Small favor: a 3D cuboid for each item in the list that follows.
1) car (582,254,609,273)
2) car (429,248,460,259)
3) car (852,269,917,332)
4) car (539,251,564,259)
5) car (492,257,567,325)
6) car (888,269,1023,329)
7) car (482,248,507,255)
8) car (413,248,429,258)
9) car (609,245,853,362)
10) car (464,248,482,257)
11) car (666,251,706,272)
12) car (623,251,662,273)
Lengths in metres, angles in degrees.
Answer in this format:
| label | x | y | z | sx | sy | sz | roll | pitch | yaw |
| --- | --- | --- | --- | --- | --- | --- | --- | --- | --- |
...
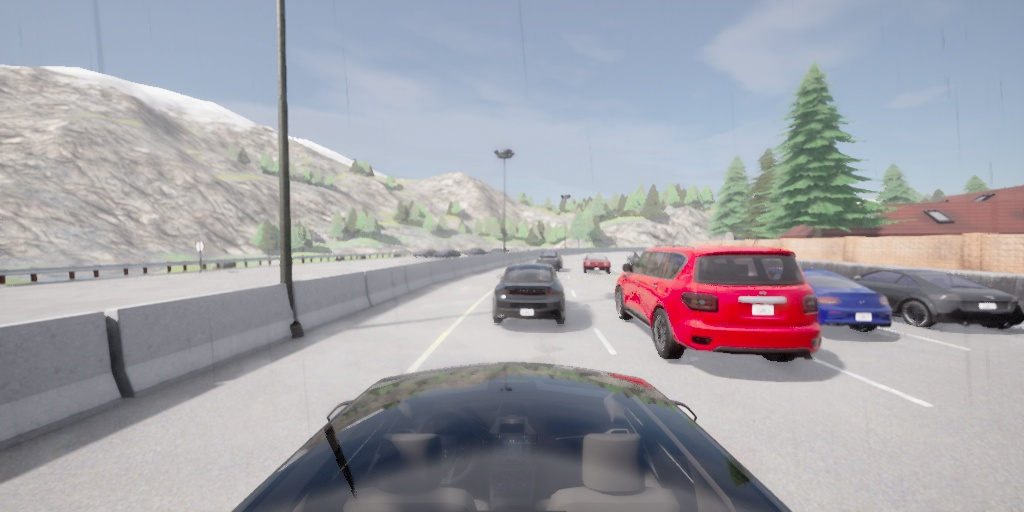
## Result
| label | x | y | z | sx | sy | sz | roll | pitch | yaw |
| --- | --- | --- | --- | --- | --- | --- | --- | --- | --- |
| car | 6.260 | 0.520 | 26.891 | 1.895 | 1.301 | 4.718 | 0 | 2 | 11 |
| car | -9.289 | -0.365 | 51.499 | 2.033 | 1.411 | 5.357 | 1 | 2 | 18 |
| car | 7.511 | 1.015 | 9.729 | 1.812 | 1.442 | 4.674 | 0 | 2 | 5 |
| car | 3.111 | 0.341 | 28.909 | 2.128 | 1.511 | 4.902 | 0 | 2 | 11 |
| car | 0.563 | 0.960 | 10.594 | 1.837 | 1.490 | 4.892 | 0 | 2 | 5 |
| car | 11.061 | 1.042 | 10.196 | 1.994 | 1.385 | 4.181 | 0 | 2 | 5 |
| car | -2.123 | -0.374 | 50.748 | 1.837 | 1.490 | 4.892 | 1 | 1 | 18 |
| car | -12.481 | -0.417 | 52.992 | 2.033 | 1.411 | 5.357 | 1 | 2 | 18 |
| car | 3.837 | 0.772 | 7.867 | 2.150 | 2.045 | 5.566 | 0 | 2 | 4 |
| car | -5.305 | -0.427 | 52.247 | 1.837 | 1.490 | 4.892 | 1 | 1 | 19 |
| car | 13.770 | 0.392 | 28.661 | 1.812 | 1.442 | 4.674 | 0 | 2 | 12 |
| car | 10.080 | 0.374 | 28.086 | 2.128 | 1.511 | 4.902 | 0 | 2 | 12 |
